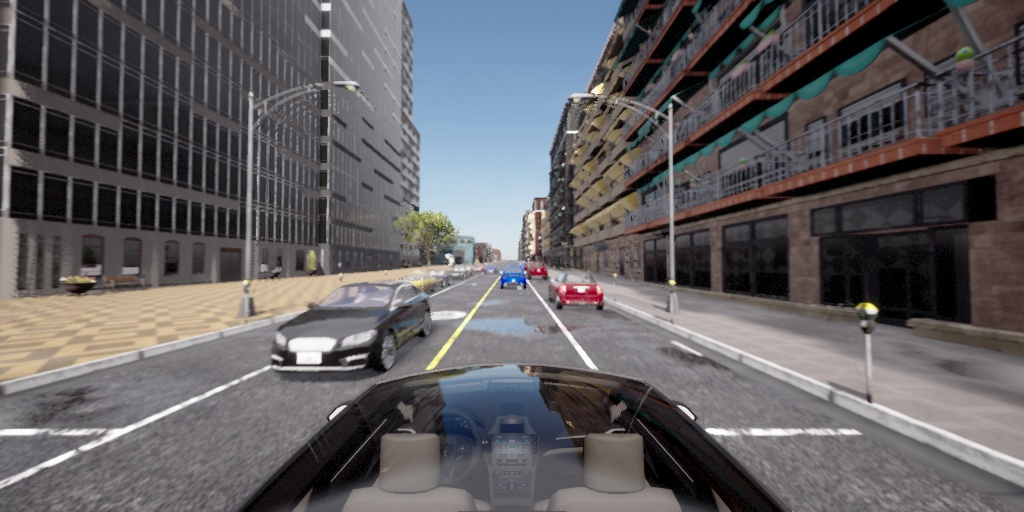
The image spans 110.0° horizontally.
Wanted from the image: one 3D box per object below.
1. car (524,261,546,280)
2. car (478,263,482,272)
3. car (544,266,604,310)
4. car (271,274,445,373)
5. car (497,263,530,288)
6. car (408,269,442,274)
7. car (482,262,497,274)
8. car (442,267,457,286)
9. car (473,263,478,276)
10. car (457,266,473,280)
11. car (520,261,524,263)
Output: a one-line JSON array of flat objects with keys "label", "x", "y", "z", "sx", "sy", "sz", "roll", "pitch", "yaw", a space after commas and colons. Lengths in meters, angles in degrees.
[{"label": "car", "x": 2.696, "y": 1.546, "z": 38.474, "sx": 2.192, "sy": 1.841, "sz": 5.009, "roll": 0, "pitch": 0, "yaw": 0}, {"label": "car", "x": -5.685, "y": 1.948, "z": 61.029, "sx": 1.967, "sy": 1.591, "sz": 4.097, "roll": 0, "pitch": 0, "yaw": 0}, {"label": "car", "x": 2.693, "y": 1.379, "z": 15.891, "sx": 1.967, "sy": 1.591, "sz": 4.097, "roll": 0, "pitch": 0, "yaw": 0}, {"label": "car", "x": -3.098, "y": 1.324, "z": 7.945, "sx": 2.128, "sy": 1.511, "sz": 4.902, "roll": 0, "pitch": -1, "yaw": 0}, {"label": "car", "x": 0.100, "y": 1.565, "z": 27.182, "sx": 1.882, "sy": 1.535, "sz": 5.008, "roll": 0, "pitch": -1, "yaw": 0}, {"label": "car", "x": -5.687, "y": 1.539, "z": 21.339, "sx": 1.751, "sy": 1.417, "sz": 4.829, "roll": 0, "pitch": 0, "yaw": 0}, {"label": "car", "x": -2.998, "y": 1.933, "z": 52.591, "sx": 1.812, "sy": 1.442, "sz": 4.674, "roll": 0, "pitch": -1, "yaw": 0}, {"label": "car", "x": -5.687, "y": 1.638, "z": 27.155, "sx": 2.007, "sy": 1.370, "sz": 4.403, "roll": 0, "pitch": 0, "yaw": 0}, {"label": "car", "x": -5.684, "y": 1.852, "z": 44.092, "sx": 2.007, "sy": 1.370, "sz": 4.403, "roll": 0, "pitch": 0, "yaw": 0}, {"label": "car", "x": -5.685, "y": 1.782, "z": 38.446, "sx": 2.007, "sy": 1.370, "sz": 4.403, "roll": 0, "pitch": 0, "yaw": 0}, {"label": "car", "x": 2.698, "y": 1.755, "z": 55.412, "sx": 2.192, "sy": 1.841, "sz": 5.009, "roll": 0, "pitch": 0, "yaw": 0}]
